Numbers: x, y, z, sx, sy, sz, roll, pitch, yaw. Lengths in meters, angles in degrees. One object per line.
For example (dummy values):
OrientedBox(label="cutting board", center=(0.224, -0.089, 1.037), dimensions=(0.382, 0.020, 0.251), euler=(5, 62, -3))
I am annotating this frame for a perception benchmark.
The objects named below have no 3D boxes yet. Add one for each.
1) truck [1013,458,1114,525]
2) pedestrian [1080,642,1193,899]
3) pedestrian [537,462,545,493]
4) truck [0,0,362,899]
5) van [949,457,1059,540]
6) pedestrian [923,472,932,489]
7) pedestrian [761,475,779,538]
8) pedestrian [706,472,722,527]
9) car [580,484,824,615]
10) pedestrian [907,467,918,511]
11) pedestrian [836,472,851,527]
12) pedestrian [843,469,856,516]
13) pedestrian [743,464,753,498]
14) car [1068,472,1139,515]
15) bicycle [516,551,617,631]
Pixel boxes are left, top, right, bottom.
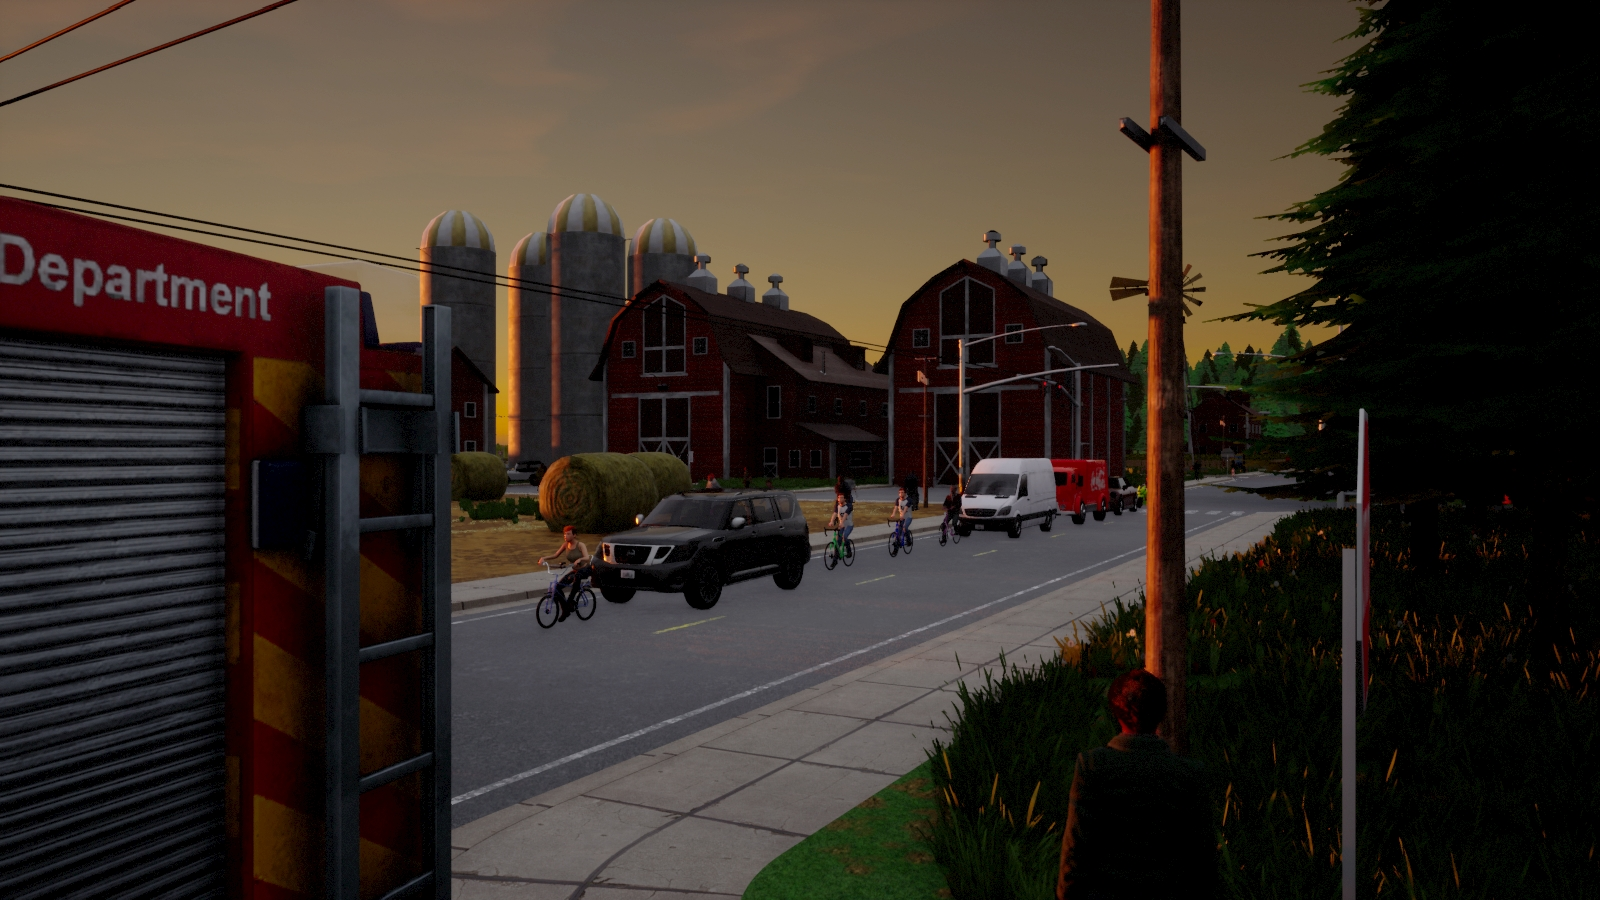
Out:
OrientedBox(label="truck", center=(10.539, 1.568, 45.362), dimensions=(2.627, 2.467, 5.204), euler=(0, 0, 28))
OrientedBox(label="pedestrian", center=(1.212, 1.663, 4.131), dimensions=(0.375, 1.860, 0.375), euler=(0, 0, 16))
OrientedBox(label="pedestrian", center=(-15.876, 1.672, 70.008), dimensions=(0.375, 1.860, 0.375), euler=(0, 0, 40))
OrientedBox(label="truck", center=(-5.940, 0.867, 3.846), dimensions=(8.468, 3.827, 2.891), euler=(0, 0, 19))
OrientedBox(label="van", center=(7.054, 1.534, 38.932), dimensions=(1.988, 2.561, 5.915), euler=(0, 0, 28))
OrientedBox(label="pedestrian", center=(8.715, 2.082, 78.241), dimensions=(0.500, 1.100, 0.500), euler=(0, 0, 27))
OrientedBox(label="pedestrian", center=(-0.896, 1.695, 34.235), dimensions=(0.375, 1.860, 0.375), euler=(0, 0, 33))
OrientedBox(label="pedestrian", center=(-2.940, 1.677, 39.160), dimensions=(0.375, 1.860, 0.375), euler=(0, 0, 39))
OrientedBox(label="car", center=(-1.712, 1.779, 22.405), dimensions=(2.150, 2.045, 5.566), euler=(0, 0, 27))
OrientedBox(label="pedestrian", center=(4.832, 1.676, 49.116), dimensions=(0.375, 1.860, 0.375), euler=(0, 0, 24))
OrientedBox(label="pedestrian", center=(1.489, 1.694, 38.985), dimensions=(0.375, 1.860, 0.375), euler=(0, 0, 30))
OrientedBox(label="pedestrian", center=(1.950, 1.677, 45.142), dimensions=(0.375, 1.860, 0.375), euler=(0, 0, 39))
OrientedBox(label="pedestrian", center=(-2.806, 1.670, 61.960), dimensions=(0.375, 1.860, 0.375), euler=(0, 0, 29))
OrientedBox(label="car", center=(13.634, 1.903, 51.212), dimensions=(2.097, 1.767, 4.553), euler=(0, 0, 28))
OrientedBox(label="bicycle", center=(-3.778, 2.256, 18.555), dimensions=(0.859, 1.080, 1.487), euler=(0, 0, 28))
